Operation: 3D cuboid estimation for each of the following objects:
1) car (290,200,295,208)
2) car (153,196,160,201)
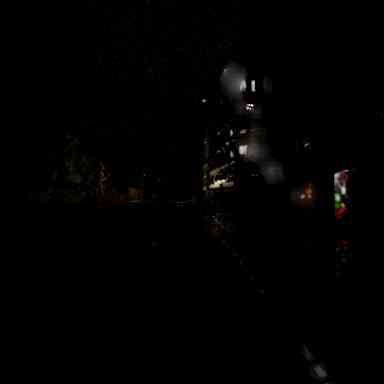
[{"bbox_3d":[13.710,1.360,38.375,4.674,1.442,1.812,-1,0,14],"label":"car"},{"bbox_3d":[-9.749,1.792,91.828,2.128,1.511,4.902,0,0,-2],"label":"car"}]
